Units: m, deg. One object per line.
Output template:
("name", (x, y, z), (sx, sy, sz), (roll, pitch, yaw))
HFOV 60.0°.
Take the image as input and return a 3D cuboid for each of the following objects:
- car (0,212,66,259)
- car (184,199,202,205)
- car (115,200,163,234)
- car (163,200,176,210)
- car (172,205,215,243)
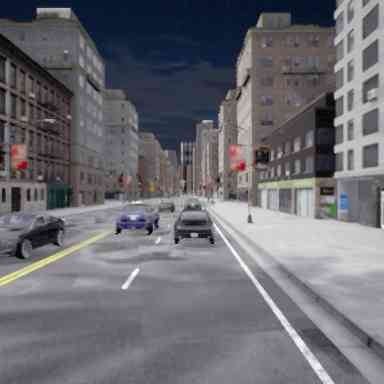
("car", (-6.533, 1.565, 12.889), (2.128, 1.511, 4.902), (0, 0, 0))
("car", (0.100, 1.591, 40.107), (2.097, 1.767, 4.553), (0, 0, 0))
("car", (-3.203, 1.471, 20.398), (2.097, 1.767, 4.553), (0, 0, 0))
("car", (-3.155, 1.747, 42.864), (2.128, 1.511, 4.902), (0, 0, 0))
("car", (0.101, 1.603, 16.651), (1.837, 1.490, 4.892), (0, 0, 0))
